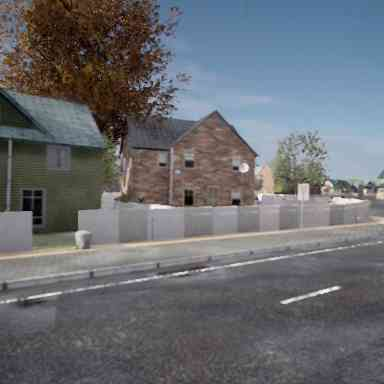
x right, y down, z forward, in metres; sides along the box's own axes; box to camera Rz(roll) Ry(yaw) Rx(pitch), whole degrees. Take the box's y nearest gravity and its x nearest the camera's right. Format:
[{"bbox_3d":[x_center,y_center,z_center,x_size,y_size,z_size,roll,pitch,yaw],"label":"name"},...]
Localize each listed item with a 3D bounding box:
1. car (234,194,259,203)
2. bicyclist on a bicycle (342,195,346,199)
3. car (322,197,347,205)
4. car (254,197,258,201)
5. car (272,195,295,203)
[{"bbox_3d":[9.993,1.159,61.371,2.033,1.411,5.357,2,0,-20],"label":"car"},{"bbox_3d":[19.631,1.280,43.090,1.656,1.620,0.582,1,0,-20],"label":"bicyclist on a bicycle"},{"bbox_3d":[15.729,1.393,36.576,1.837,1.490,4.892,2,0,-20],"label":"car"},{"bbox_3d":[9.070,1.212,55.213,1.895,1.301,4.718,2,0,-20],"label":"car"},{"bbox_3d":[12.397,1.228,45.896,1.882,1.535,5.008,2,0,-20],"label":"car"}]
